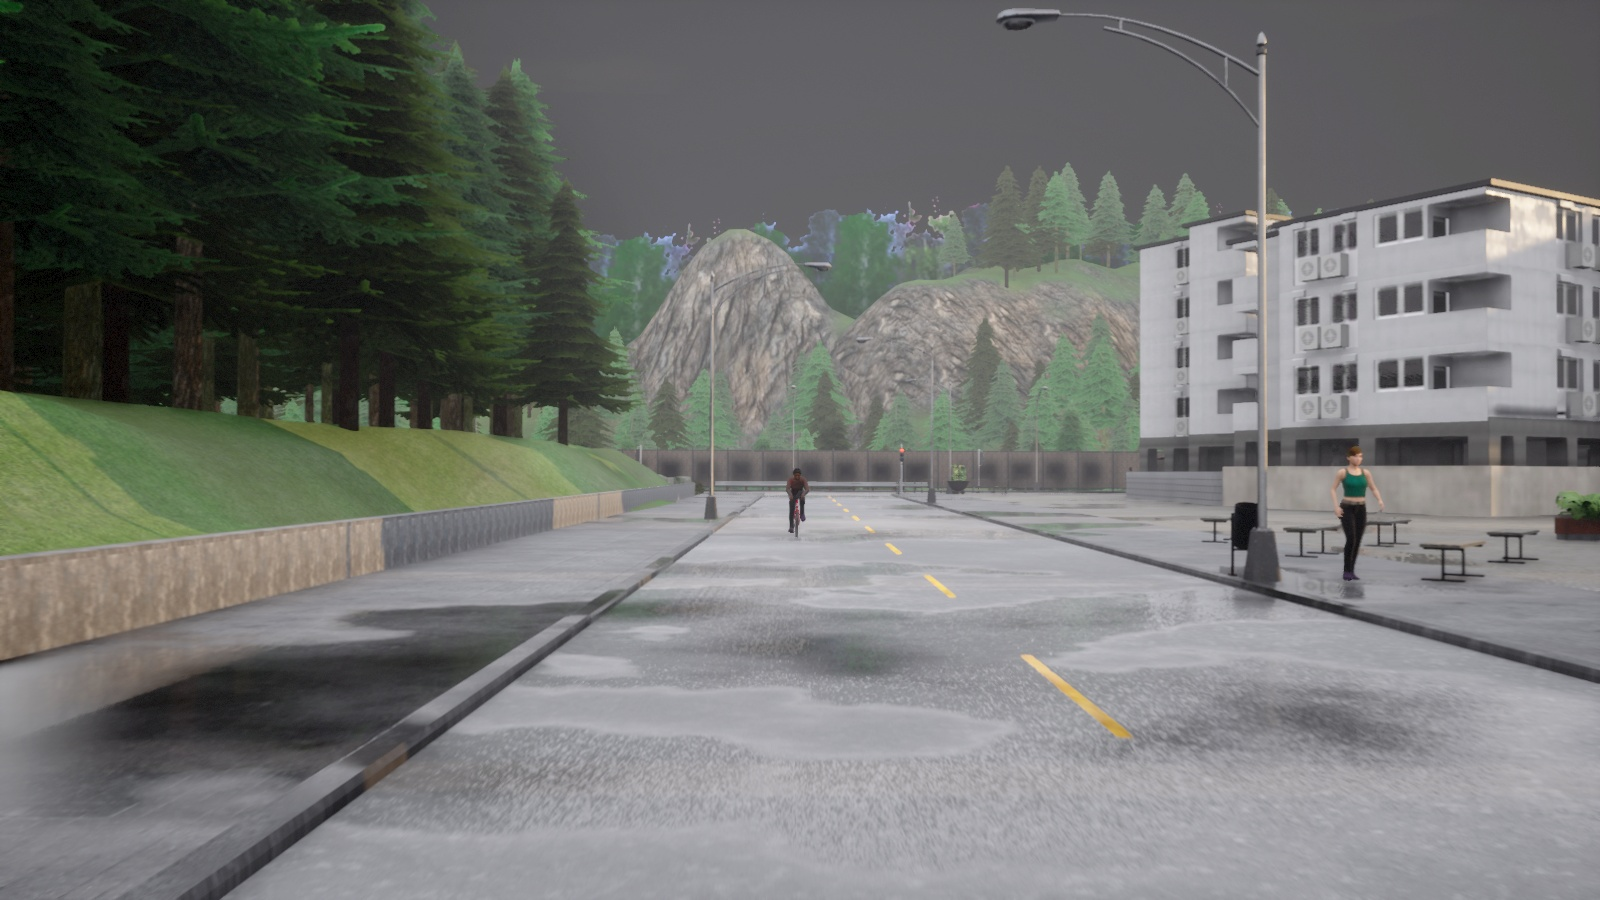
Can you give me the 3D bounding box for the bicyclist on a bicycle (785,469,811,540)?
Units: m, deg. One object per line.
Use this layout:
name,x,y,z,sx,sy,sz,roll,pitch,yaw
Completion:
bicyclist on a bicycle,-0.062,1.264,29.604,0.582,1.620,1.656,0,-1,-1

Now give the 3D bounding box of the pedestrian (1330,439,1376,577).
pedestrian,7.511,0.781,17.078,0.345,1.836,0.594,0,-1,0
